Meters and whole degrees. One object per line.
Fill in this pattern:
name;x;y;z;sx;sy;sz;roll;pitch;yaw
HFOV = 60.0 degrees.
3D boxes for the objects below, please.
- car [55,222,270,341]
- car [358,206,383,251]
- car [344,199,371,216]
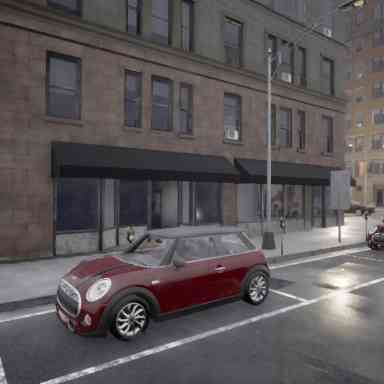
car;-0.429;1.441;6.441;4.097;1.590;1.967;0;0;-35
car;8.530;1.445;12.801;4.097;1.590;1.967;0;0;-35
car;14.742;1.404;31.710;1.882;1.535;5.008;1;0;-37
